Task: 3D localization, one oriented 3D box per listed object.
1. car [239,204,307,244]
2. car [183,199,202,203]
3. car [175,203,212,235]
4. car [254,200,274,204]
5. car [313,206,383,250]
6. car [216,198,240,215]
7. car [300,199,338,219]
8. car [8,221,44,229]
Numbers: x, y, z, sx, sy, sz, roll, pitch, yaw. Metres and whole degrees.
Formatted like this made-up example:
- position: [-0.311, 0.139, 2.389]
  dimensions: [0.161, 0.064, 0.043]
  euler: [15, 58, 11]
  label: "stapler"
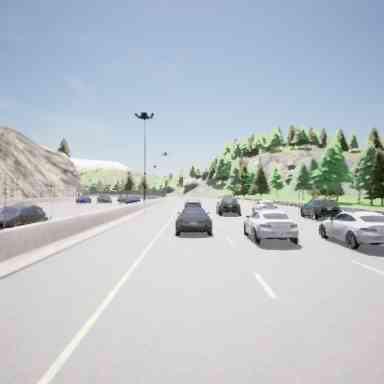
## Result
- position: [3.599, 1.524, 15.665]
  dimensions: [1.812, 1.442, 4.674]
  euler: [0, 0, 0]
  label: "car"
- position: [0.098, 1.488, 36.342]
  dimensions: [2.128, 1.511, 4.902]
  euler: [0, 0, 0]
  label: "car"
- position: [0.099, 1.562, 18.828]
  dimensions: [1.994, 1.385, 4.181]
  euler: [0, 0, 0]
  label: "car"
- position: [7.098, 1.523, 32.400]
  dimensions: [1.812, 1.442, 4.674]
  euler: [0, 0, 0]
  label: "car"
- position: [7.100, 1.524, 14.284]
  dimensions: [1.812, 1.442, 4.674]
  euler: [0, 0, 0]
  label: "car"
- position: [3.598, 1.349, 33.392]
  dimensions: [2.097, 1.767, 4.553]
  euler: [0, 0, 0]
  label: "car"
- position: [10.599, 1.350, 27.802]
  dimensions: [2.097, 1.767, 4.553]
  euler: [0, 0, 0]
  label: "car"
- position: [-10.601, 1.546, 20.018]
  dimensions: [2.033, 1.411, 5.357]
  euler: [0, 0, 0]
  label: "car"
